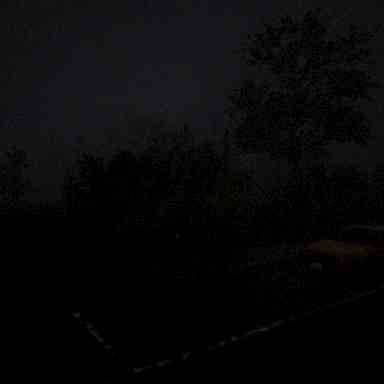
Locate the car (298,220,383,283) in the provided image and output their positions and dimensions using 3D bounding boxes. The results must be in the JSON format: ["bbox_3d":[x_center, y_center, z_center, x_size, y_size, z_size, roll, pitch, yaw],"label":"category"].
[{"bbox_3d":[5.081,1.542,9.710,4.829,1.417,1.752,0,1,-35],"label":"car"}]
